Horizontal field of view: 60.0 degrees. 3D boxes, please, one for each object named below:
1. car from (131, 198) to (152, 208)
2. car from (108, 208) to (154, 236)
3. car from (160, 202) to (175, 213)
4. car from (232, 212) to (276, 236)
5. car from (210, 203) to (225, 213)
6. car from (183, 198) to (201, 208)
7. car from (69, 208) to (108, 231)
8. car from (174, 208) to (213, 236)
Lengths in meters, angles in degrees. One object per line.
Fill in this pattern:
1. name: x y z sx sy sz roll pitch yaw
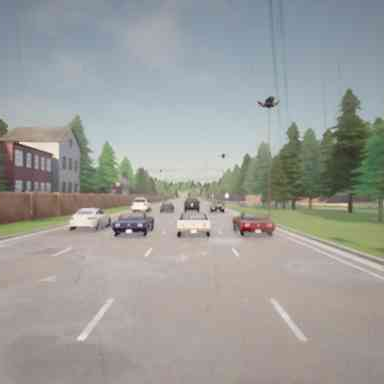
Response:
1. car: -6.998 1.839 46.452 2.150 2.045 5.566 0 0 0
2. car: -3.405 1.869 20.230 1.895 1.301 4.718 0 -1 0
3. car: -3.498 2.120 47.383 2.128 1.511 4.902 0 -1 0
4. car: 3.595 1.870 20.242 1.895 1.301 4.718 0 -1 0
5. car: 3.501 2.219 46.680 1.895 1.301 4.718 0 -1 0
6. car: -0.007 1.825 45.459 2.150 2.045 5.566 0 -1 0
7. car: -6.919 1.828 22.823 1.812 1.442 4.674 0 -1 0
8. car: 0.095 1.870 20.241 1.895 1.301 4.718 0 -1 0
